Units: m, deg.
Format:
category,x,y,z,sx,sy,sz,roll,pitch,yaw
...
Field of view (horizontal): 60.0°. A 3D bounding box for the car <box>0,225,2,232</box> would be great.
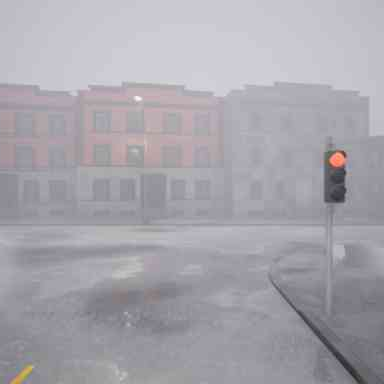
category,x,y,z,sx,sy,sz,roll,pitch,yaw
car,-11.756,1.536,16.050,4.674,1.442,1.812,0,0,0
